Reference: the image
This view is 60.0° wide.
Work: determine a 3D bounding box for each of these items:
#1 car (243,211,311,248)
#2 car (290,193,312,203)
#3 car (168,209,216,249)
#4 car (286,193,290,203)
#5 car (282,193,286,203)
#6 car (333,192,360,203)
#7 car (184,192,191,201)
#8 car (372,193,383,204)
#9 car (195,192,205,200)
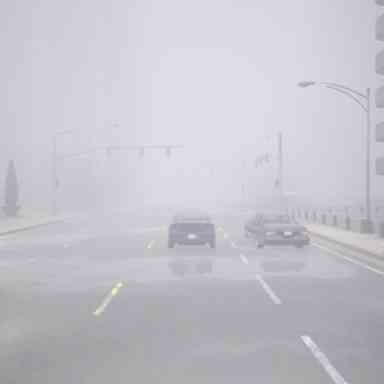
[{"bbox_3d":[3.500,1.561,14.650,2.033,1.411,5.357,0,0,0],"label":"car"},{"bbox_3d":[24.282,1.449,73.212,3.806,1.475,1.970,0,0,0],"label":"car"},{"bbox_3d":[0.000,1.483,14.650,1.882,1.535,5.008,0,0,0],"label":"car"},{"bbox_3d":[24.267,1.418,76.107,3.905,1.438,1.784,0,0,0],"label":"car"},{"bbox_3d":[24.202,1.207,78.790,4.605,1.855,1.932,0,0,0],"label":"car"},{"bbox_3d":[39.232,1.207,84.424,4.605,1.855,1.932,0,0,0],"label":"car"},{"bbox_3d":[-1.175,1.465,86.207,2.033,1.411,5.357,0,0,-1],"label":"car"},{"bbox_3d":[39.415,1.449,67.527,3.806,1.475,1.970,0,0,0],"label":"car"},{"bbox_3d":[2.324,1.450,86.250,1.812,1.442,4.674,0,0,-1],"label":"car"}]
